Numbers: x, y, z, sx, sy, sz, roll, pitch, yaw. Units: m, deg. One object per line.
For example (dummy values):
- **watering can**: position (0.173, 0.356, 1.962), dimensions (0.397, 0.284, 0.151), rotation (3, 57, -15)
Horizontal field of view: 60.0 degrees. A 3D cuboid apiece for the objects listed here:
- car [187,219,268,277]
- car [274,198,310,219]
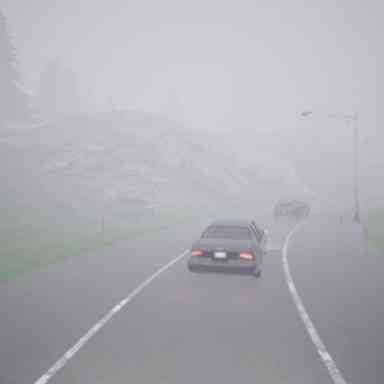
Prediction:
- **car**: position (1.305, 1.537, 10.349), dimensions (2.033, 1.411, 5.357), rotation (0, 0, 15)
- **car**: position (7.901, 1.225, 26.089), dimensions (2.128, 1.511, 4.902), rotation (0, 2, 31)
